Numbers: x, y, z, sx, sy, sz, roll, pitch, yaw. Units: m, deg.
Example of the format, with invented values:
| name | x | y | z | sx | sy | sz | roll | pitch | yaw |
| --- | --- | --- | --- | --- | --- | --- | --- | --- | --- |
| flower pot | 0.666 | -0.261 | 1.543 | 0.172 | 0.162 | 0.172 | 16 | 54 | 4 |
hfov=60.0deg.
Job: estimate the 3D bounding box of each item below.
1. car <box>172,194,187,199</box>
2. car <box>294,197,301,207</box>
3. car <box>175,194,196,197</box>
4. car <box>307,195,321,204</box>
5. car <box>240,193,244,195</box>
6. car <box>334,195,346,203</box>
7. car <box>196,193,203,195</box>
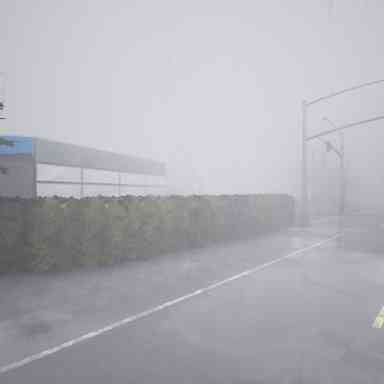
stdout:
| name | x | y | z | sx | sy | sz | roll | pitch | yaw |
| --- | --- | --- | --- | --- | --- | --- | --- | --- | --- |
| car | -3.277 | 1.232 | 89.803 | 1.970 | 1.475 | 3.806 | 0 | 0 | 38 |
| car | 13.036 | 1.340 | 44.656 | 2.007 | 1.523 | 4.514 | 0 | 0 | 38 |
| car | -1.875 | 1.298 | 66.108 | 2.007 | 1.523 | 4.514 | 0 | 0 | 38 |
| car | 22.179 | 1.384 | 61.143 | 1.970 | 1.475 | 3.806 | 0 | 0 | 38 |
| car | 12.034 | 1.077 | 78.193 | 1.905 | 1.878 | 3.866 | 0 | 0 | 38 |
| car | 29.106 | 1.374 | 65.139 | 1.845 | 1.501 | 3.633 | 0 | 0 | 38 |
| car | 1.971 | 1.154 | 86.094 | 2.152 | 1.636 | 5.027 | 0 | 0 | 38 |
